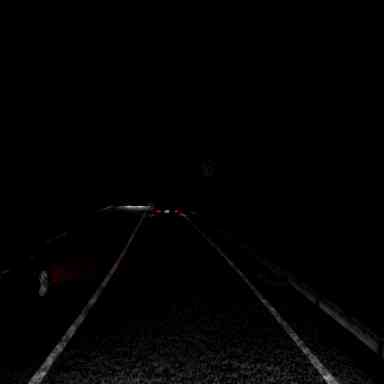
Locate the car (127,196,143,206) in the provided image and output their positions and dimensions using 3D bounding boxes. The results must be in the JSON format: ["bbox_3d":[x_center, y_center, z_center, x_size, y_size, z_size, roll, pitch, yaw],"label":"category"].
[{"bbox_3d":[-7.735,1.174,45.633,1.994,1.385,4.181,0,1,-6],"label":"car"}]

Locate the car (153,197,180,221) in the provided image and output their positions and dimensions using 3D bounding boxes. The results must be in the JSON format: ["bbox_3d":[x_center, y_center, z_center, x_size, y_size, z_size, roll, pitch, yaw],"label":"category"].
[{"bbox_3d":[-1.956,1.365,25.411,2.033,1.411,5.357,0,0,-6],"label":"car"}]

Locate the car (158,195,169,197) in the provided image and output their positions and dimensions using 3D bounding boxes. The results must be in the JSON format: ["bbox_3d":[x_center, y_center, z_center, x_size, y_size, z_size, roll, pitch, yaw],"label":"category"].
[{"bbox_3d":[-3.729,1.152,42.713,2.128,1.511,4.902,0,1,-6],"label":"car"}]

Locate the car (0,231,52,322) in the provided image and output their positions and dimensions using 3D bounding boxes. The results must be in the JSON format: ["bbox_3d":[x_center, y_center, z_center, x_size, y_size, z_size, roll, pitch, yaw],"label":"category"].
[{"bbox_3d":[-3.874,1.484,5.398,1.837,1.490,4.892,0,1,-3],"label":"car"}]
